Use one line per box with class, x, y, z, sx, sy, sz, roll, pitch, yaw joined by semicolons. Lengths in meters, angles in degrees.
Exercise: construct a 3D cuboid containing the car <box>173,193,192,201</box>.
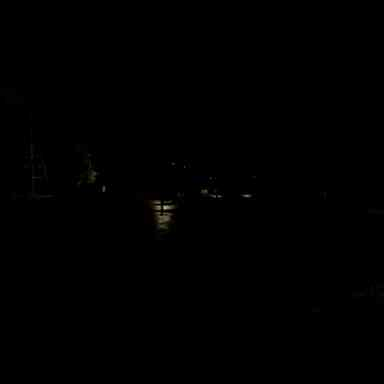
car;-1.745;0.925;62.150;2.128;1.511;4.902;-1;1;-35
